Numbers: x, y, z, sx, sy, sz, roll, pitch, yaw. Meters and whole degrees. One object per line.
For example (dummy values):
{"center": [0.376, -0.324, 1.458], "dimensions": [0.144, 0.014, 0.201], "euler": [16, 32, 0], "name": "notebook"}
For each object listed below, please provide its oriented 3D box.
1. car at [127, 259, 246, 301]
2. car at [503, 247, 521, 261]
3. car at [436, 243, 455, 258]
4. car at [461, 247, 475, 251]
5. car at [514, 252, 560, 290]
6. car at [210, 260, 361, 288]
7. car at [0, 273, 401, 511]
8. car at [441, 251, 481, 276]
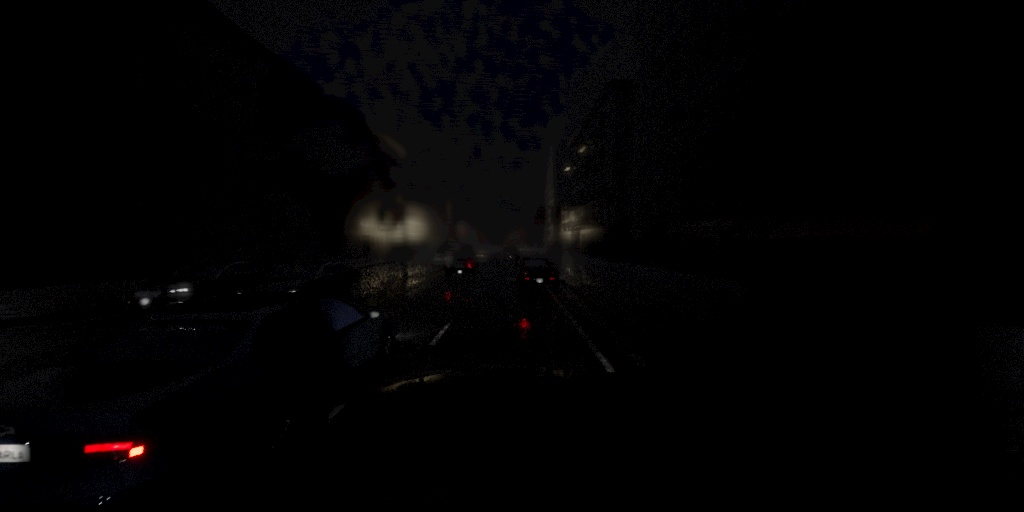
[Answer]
{"center": [-9.852, 0.879, 12.062], "dimensions": [2.128, 1.511, 4.902], "euler": [0, 2, 0], "name": "car"}
{"center": [0.047, -0.198, 42.832], "dimensions": [1.837, 1.490, 4.892], "euler": [0, 2, 0], "name": "car"}
{"center": [-9.831, -0.863, 53.588], "dimensions": [2.150, 2.045, 5.566], "euler": [0, 2, 0], "name": "car"}
{"center": [-6.581, -0.596, 53.682], "dimensions": [2.128, 1.511, 4.902], "euler": [0, 2, 0], "name": "car"}
{"center": [1.135, 0.741, 16.954], "dimensions": [1.812, 1.442, 4.674], "euler": [0, 2, 0], "name": "car"}
{"center": [-6.601, 0.894, 11.653], "dimensions": [2.128, 1.511, 4.902], "euler": [0, 2, 0], "name": "car"}
{"center": [-3.149, 1.191, 4.749], "dimensions": [2.033, 1.411, 5.357], "euler": [0, 2, 0], "name": "car"}
{"center": [-3.153, 0.573, 23.822], "dimensions": [1.895, 1.301, 4.718], "euler": [0, 2, 0], "name": "car"}
